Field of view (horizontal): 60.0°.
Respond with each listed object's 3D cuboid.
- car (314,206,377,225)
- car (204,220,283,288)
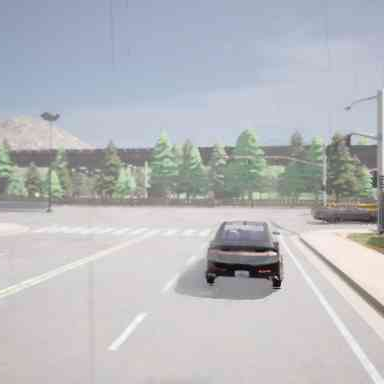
[{"bbox_3d":[12.426,1.776,26.040,5.357,1.411,2.033,0,-1,2],"label":"car"},{"bbox_3d":[1.506,1.565,9.545,2.128,1.511,4.902,0,0,10],"label":"car"}]
